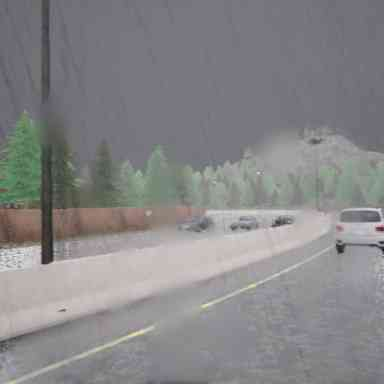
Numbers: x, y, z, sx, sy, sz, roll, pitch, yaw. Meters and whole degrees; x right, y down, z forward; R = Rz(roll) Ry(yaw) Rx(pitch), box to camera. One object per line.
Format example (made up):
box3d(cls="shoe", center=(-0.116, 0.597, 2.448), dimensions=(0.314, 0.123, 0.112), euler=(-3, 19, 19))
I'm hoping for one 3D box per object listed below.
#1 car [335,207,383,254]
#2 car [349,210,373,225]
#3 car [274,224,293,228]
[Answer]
box3d(cls="car", center=(8.444, 1.766, 16.158), dimensions=(2.150, 2.045, 5.566), euler=(-3, -3, 33))
box3d(cls="car", center=(18.254, 2.715, 36.120), dimensions=(1.837, 1.490, 4.892), euler=(-3, -3, 21))
box3d(cls="car", center=(9.090, 2.908, 32.434), dimensions=(1.895, 1.301, 4.718), euler=(-3, -3, 24))
